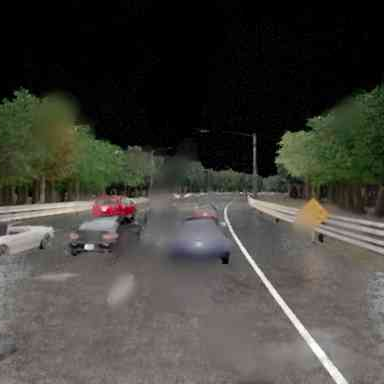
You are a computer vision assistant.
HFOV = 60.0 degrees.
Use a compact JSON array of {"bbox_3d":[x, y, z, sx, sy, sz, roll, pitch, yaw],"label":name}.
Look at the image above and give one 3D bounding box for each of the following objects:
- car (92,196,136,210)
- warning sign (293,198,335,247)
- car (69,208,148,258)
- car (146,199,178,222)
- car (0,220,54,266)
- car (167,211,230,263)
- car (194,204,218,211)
[{"bbox_3d":[-5.968,1.305,26.045,2.150,2.045,5.566,0,0,5],"label":"car"},{"bbox_3d":[4.843,1.164,13.304,1.300,1.860,1.060,0,0,2],"label":"warning sign"},{"bbox_3d":[-3.153,1.573,12.866,1.812,1.442,4.674,0,0,3],"label":"car"},{"bbox_3d":[-2.377,1.434,26.914,2.097,1.767,4.553,0,0,5],"label":"car"},{"bbox_3d":[-6.715,1.645,11.689,1.895,1.301,4.718,0,0,3],"label":"car"},{"bbox_3d":[0.321,1.611,12.205,1.994,1.385,4.181,0,0,3],"label":"car"},{"bbox_3d":[1.145,1.647,27.028,1.994,1.385,4.181,0,0,5],"label":"car"}]
